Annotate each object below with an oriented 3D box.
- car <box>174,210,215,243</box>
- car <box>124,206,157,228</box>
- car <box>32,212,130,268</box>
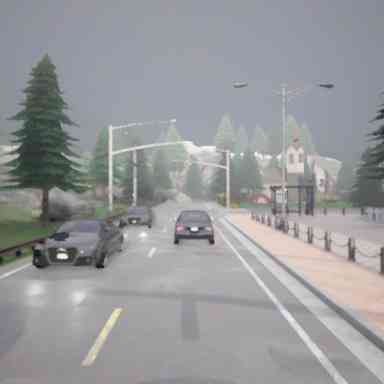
[{"bbox_3d":[0.095,1.577,16.201,2.033,1.411,5.357,0,0,0],"label":"car"},{"bbox_3d":[-3.506,1.616,22.190,1.994,1.385,4.181,0,0,0],"label":"car"},{"bbox_3d":[-3.578,1.584,11.177,1.994,1.385,4.181,0,0,0],"label":"car"}]
